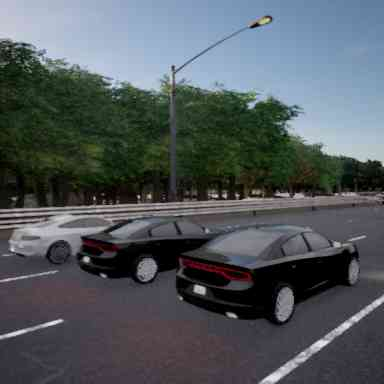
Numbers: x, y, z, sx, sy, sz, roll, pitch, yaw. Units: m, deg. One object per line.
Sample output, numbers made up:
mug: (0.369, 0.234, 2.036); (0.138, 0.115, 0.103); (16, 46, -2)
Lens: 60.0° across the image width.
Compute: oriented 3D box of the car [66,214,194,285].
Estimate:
car: (-0.687, 1.411, 9.509); (5.008, 1.535, 1.882); (-1, 1, -44)

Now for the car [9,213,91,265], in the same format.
car: (-3.669, 1.450, 11.493); (4.674, 1.442, 1.812); (-1, 1, -44)

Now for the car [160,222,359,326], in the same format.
car: (1.905, 1.424, 7.148); (5.008, 1.535, 1.882); (-1, 1, -44)
